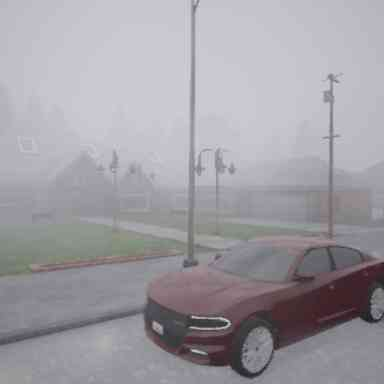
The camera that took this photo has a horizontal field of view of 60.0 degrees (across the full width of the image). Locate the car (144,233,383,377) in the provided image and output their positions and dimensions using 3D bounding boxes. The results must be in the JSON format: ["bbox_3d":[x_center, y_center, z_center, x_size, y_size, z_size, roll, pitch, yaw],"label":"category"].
[{"bbox_3d":[1.584,1.530,5.788,5.008,1.535,1.882,1,-1,-36],"label":"car"}]
